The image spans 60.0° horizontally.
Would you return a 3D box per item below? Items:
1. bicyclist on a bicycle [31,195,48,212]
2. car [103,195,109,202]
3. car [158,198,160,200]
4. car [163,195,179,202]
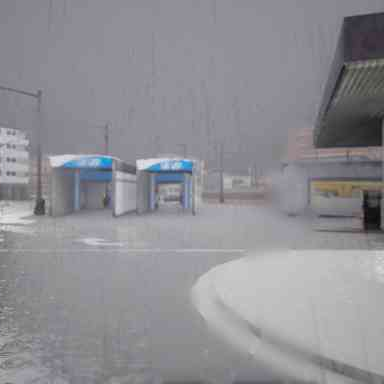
[{"bbox_3d":[-14.412,1.081,31.345,1.656,1.620,0.582,0,0,1],"label":"bicyclist on a bicycle"},{"bbox_3d":[-14.000,1.232,58.130,1.994,1.385,4.181,1,0,35],"label":"car"},{"bbox_3d":[-8.667,1.210,65.619,2.033,1.411,5.357,1,0,35],"label":"car"},{"bbox_3d":[-3.641,1.250,66.119,4.181,1.385,1.994,0,0,-39],"label":"car"}]
